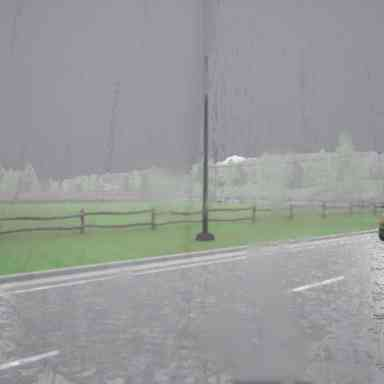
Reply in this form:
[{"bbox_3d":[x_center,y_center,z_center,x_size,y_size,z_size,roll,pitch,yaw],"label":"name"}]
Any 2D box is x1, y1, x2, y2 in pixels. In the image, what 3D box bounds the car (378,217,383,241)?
[{"bbox_3d":[10.863,1.436,15.785,4.553,1.767,2.097,0,0,-35],"label":"car"}]
